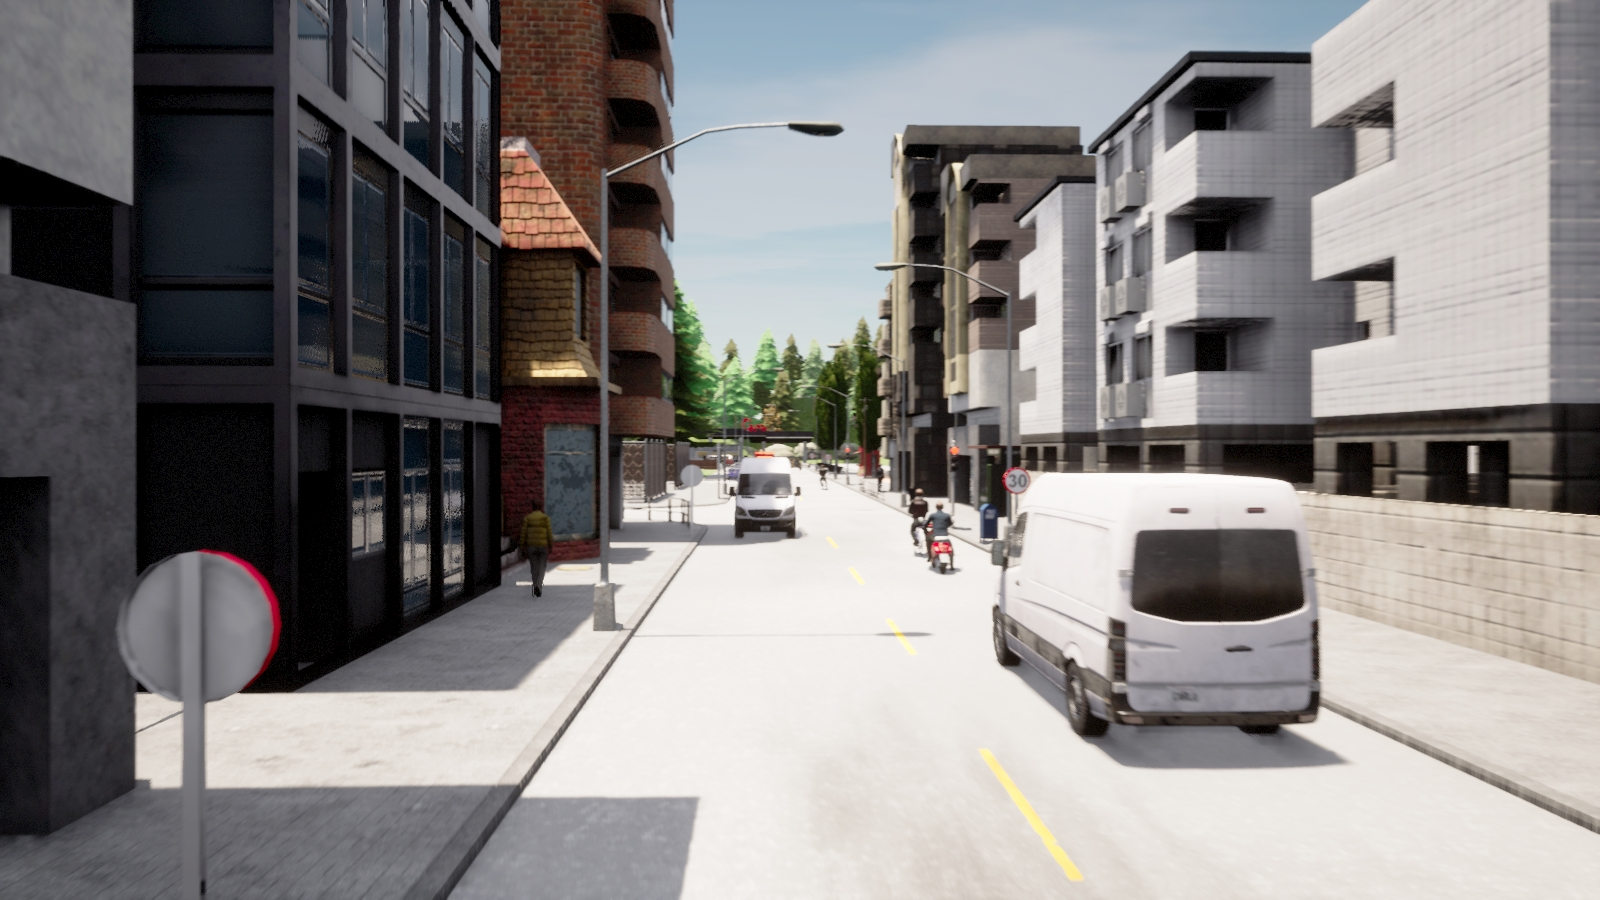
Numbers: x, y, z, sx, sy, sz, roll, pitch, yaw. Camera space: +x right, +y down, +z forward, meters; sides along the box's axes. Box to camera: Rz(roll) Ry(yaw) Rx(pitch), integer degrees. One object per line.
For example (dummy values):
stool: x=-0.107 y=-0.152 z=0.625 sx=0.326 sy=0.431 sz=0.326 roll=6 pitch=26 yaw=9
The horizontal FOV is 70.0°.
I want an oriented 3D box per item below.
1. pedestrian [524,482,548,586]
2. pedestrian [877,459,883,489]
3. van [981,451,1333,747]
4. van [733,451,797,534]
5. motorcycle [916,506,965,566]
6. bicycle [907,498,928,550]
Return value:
pedestrian: x=-4.817 y=1.526 z=20.865 sx=0.375 sy=1.860 sz=0.375 roll=0 pitch=0 yaw=-3
pedestrian: x=5.107 y=1.519 z=72.615 sx=0.375 sy=1.860 sz=0.375 roll=0 pitch=0 yaw=3
van: x=3.610 y=1.313 z=13.000 sx=1.988 sy=2.561 sz=5.915 roll=0 pitch=0 yaw=-2
van: x=-1.168 y=1.315 z=38.138 sx=1.988 sy=2.561 sz=5.915 roll=0 pitch=0 yaw=-2
motorcycle: x=3.212 y=1.960 z=26.348 sx=0.856 sy=1.236 sz=1.805 roll=0 pitch=0 yaw=-2
bicycle: x=3.104 y=1.938 z=30.220 sx=0.329 sy=1.271 sz=1.835 roll=0 pitch=0 yaw=-2
